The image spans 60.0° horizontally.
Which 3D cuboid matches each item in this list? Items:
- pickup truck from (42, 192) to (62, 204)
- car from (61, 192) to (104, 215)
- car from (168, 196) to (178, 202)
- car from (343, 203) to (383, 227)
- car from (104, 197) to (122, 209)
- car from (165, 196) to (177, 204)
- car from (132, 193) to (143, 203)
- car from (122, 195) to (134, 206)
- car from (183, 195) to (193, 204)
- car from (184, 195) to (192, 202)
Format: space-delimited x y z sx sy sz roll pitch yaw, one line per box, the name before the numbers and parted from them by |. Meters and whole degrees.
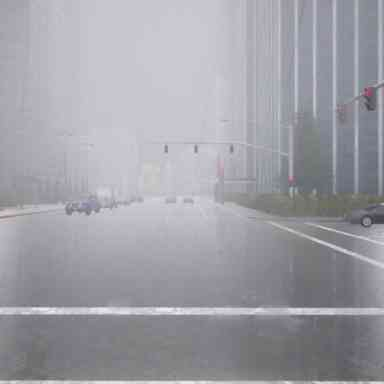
pickup truck | -24.342 1.059 60.073 2.390 2.098 6.274 0 0 30
car | -11.101 1.221 34.272 2.150 2.045 5.566 0 0 0
car | -4.350 1.540 75.301 2.033 1.411 5.357 0 0 0
car | 12.626 1.505 22.122 4.892 1.490 1.837 0 0 0
car | -11.173 1.491 44.259 2.128 1.511 4.902 0 0 0
car | -4.163 1.601 65.041 1.895 1.301 4.718 0 0 0
car | -11.292 1.220 68.052 2.150 2.045 5.566 0 0 0
car | -11.247 1.526 54.365 1.812 1.442 4.674 0 0 0
car | -0.766 1.526 65.381 1.812 1.442 4.674 0 0 0
car | -0.854 1.387 75.632 1.882 1.535 5.008 0 0 0
